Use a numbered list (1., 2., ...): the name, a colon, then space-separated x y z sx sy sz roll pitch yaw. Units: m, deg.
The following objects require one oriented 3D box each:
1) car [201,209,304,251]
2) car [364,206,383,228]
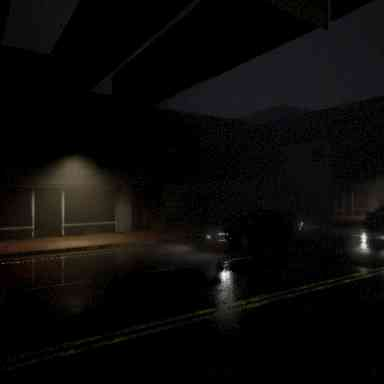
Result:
1. car: 2.664 1.502 14.094 4.892 1.490 1.837 1 0 -33
2. car: 12.767 1.467 20.739 5.008 1.535 1.882 0 0 -33
